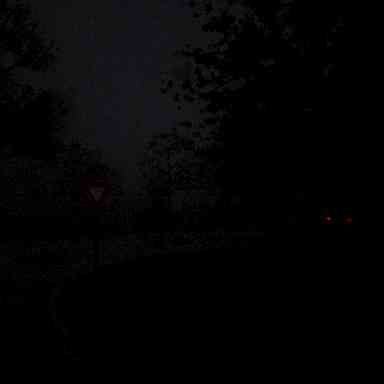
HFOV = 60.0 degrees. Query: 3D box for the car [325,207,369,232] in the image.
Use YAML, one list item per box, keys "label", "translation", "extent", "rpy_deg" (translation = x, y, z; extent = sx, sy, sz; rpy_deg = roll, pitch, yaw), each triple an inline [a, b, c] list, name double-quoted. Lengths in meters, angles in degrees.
- label: "car"
  translation: [10.346, 1.624, 20.657]
  extent: [5.357, 1.411, 2.033]
  rpy_deg: [0, 0, -39]
